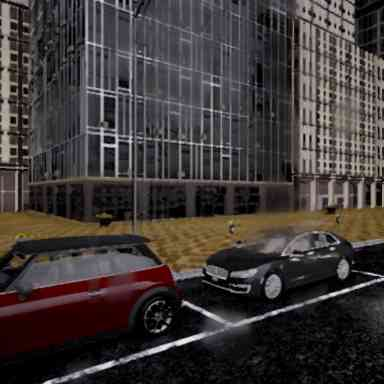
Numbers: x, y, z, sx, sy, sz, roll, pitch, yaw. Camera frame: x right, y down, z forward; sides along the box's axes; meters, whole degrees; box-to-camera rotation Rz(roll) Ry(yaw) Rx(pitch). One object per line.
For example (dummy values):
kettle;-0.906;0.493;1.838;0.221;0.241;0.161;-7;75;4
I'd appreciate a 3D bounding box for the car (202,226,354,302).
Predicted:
car;2.263;1.557;8.169;4.403;1.369;2.008;0;0;-35

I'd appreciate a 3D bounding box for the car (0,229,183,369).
car;-2.242;1.441;4.960;4.097;1.590;1.967;0;0;-35
